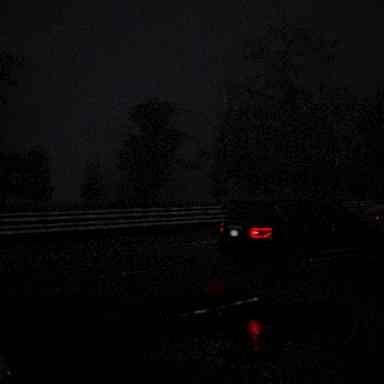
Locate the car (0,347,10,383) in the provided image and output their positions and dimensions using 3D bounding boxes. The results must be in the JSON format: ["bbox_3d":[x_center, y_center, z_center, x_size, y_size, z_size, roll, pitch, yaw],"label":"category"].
[{"bbox_3d":[-3.769,1.479,1.765,4.902,1.511,2.128,0,0,-31],"label":"car"}]

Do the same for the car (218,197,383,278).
[{"bbox_3d":[3.416,1.151,10.049,5.566,2.045,2.150,0,0,-30],"label":"car"}]
